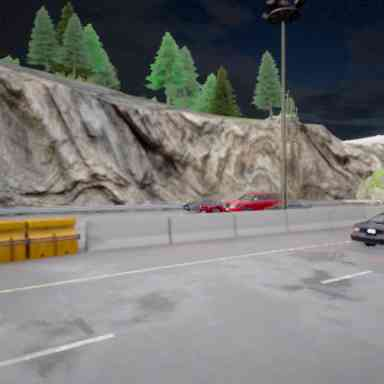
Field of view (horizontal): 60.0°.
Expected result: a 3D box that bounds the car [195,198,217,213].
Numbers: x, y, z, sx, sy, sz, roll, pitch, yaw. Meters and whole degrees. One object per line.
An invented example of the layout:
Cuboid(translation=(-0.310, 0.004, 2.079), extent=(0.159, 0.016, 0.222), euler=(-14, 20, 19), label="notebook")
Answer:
Cuboid(translation=(3.002, 1.388, 30.173), extent=(4.718, 1.301, 1.895), euler=(0, 0, -28), label="car")

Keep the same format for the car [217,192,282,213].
Cuboid(translation=(5.213, 1.022, 27.374), extent=(5.566, 2.045, 2.150), euler=(0, 0, -27), label="car")

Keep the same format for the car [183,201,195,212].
Cuboid(translation=(1.218, 1.337, 33.148), extent=(4.181, 1.385, 1.994), euler=(0, 0, -28), label="car")

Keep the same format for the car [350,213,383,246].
Cuboid(translation=(8.597, 1.434, 13.098), extent=(5.357, 1.411, 2.033), euler=(0, 0, -29), label="car")

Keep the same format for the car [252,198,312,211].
Cuboid(translation=(6.835, 1.380, 24.256), extent=(4.181, 1.385, 1.994), euler=(0, 0, -27), label="car")
